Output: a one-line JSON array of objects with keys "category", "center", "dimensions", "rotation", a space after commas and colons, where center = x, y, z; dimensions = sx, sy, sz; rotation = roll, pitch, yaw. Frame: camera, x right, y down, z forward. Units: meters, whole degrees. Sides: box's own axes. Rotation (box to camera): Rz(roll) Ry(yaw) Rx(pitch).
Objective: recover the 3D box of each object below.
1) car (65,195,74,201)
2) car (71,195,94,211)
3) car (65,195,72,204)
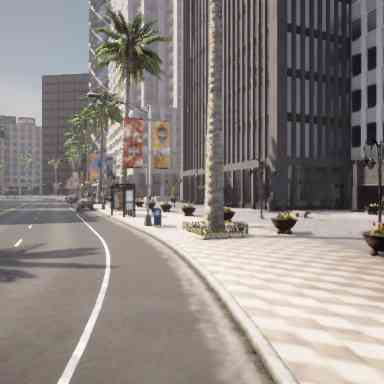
[{"category": "car", "center": [-32.535, 1.471, 88.208], "dimensions": [2.161, 1.482, 4.786], "rotation": [0, 0, -23]}, {"category": "car", "center": [-13.163, 1.455, 40.701], "dimensions": [2.231, 1.521, 4.892], "rotation": [0, 0, -23]}, {"category": "car", "center": [-24.413, 1.319, 67.836], "dimensions": [2.185, 1.767, 4.553], "rotation": [0, 0, -23]}]
